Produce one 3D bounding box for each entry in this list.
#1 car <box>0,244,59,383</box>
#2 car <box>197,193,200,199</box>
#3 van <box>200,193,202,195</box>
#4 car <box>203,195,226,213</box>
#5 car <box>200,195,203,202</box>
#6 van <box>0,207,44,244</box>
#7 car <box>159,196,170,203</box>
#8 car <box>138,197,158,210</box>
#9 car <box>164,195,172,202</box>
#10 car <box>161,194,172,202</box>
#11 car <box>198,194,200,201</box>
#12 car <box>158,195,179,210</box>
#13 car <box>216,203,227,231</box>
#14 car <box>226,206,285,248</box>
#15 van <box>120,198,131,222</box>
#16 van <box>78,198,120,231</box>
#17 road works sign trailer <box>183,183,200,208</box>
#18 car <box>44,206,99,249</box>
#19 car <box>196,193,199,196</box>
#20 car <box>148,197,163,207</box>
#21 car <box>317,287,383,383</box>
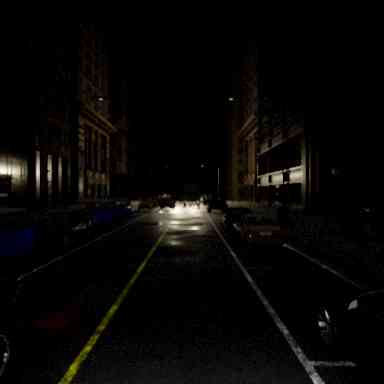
[{"bbox_3d":[-3.102,1.548,2.448,2.033,1.411,5.357,0,0,0],"label":"car"},{"bbox_3d":[2.682,1.623,81.966,1.802,1.307,4.206,0,0,0],"label":"car"},{"bbox_3d":[2.704,1.363,59.491,1.690,1.788,3.998,0,0,0],"label":"van"},{"bbox_3d":[2.727,1.322,37.016,2.192,1.841,5.009,0,0,0],"label":"car"},{"bbox_3d":[2.710,1.568,53.872,2.008,1.369,4.403,0,0,0],"label":"car"},{"bbox_3d":[-5.770,1.342,8.906,1.690,1.788,3.998,0,0,0],"label":"van"},{"bbox_3d":[-5.832,1.583,70.707,2.008,1.369,4.403,0,0,0],"label":"car"},{"bbox_3d":[-5.804,1.536,42.445,1.752,1.417,4.829,0,0,0],"label":"car"},{"bbox_3d":[-5.843,1.567,81.775,1.752,1.417,4.829,0,0,0],"label":"car"},{"bbox_3d":[-5.838,1.352,76.326,2.192,1.841,5.009,0,0,0],"label":"car"},{"bbox_3d":[2.693,1.557,70.898,1.752,1.417,4.829,0,0,0],"label":"car"},{"bbox_3d":[-3.130,1.516,43.501,1.837,1.490,4.892,0,0,0],"label":"car"},{"bbox_3d":[2.743,1.567,20.159,1.947,1.339,4.313,0,0,0],"label":"car"},{"bbox_3d":[2.749,1.526,14.711,1.752,1.417,4.829,0,0,0],"label":"car"},{"bbox_3d":[-5.787,1.344,25.761,1.690,1.788,3.998,0,0,0],"label":"van"},{"bbox_3d":[-5.781,1.343,20.142,1.690,1.788,3.998,0,0,0],"label":"van"},{"bbox_3d":[-0.046,0.477,47.237,2.380,3.560,2.880,0,0,0],"label":"road works sign trailer"},{"bbox_3d":[-5.776,1.546,14.524,1.887,1.381,4.507,0,0,0],"label":"car"},{"bbox_3d":[2.670,1.578,93.373,1.752,1.417,4.829,0,0,0],"label":"car"},{"bbox_3d":[-5.815,1.563,53.852,1.887,1.381,4.507,0,0,0],"label":"car"},{"bbox_3d":[2.760,1.566,3.303,1.947,1.339,4.313,0,0,0],"label":"car"}]
